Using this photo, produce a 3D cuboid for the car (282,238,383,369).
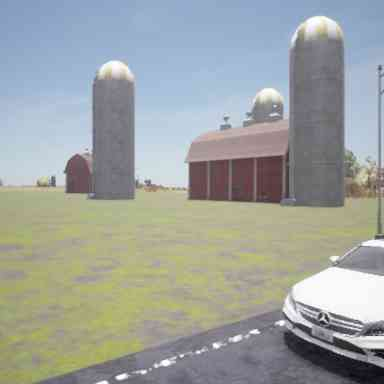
[{"bbox_3d":[3.553,1.558,5.619,4.674,1.442,1.812,0,0,-36],"label":"car"}]
